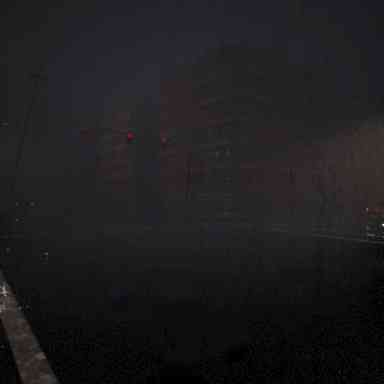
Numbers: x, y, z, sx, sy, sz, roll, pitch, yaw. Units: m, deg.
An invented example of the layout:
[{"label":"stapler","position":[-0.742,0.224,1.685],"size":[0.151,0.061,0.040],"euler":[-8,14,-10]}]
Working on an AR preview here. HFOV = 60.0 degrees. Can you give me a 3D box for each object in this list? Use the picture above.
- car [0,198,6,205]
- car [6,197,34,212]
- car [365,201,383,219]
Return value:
[{"label":"car","position":[-32.139,1.634,56.016],"size":[2.033,1.411,5.357],"euler":[1,0,-36]},{"label":"car","position":[-20.719,1.409,40.387],"size":[2.097,1.767,4.553],"euler":[1,0,-36]},{"label":"car","position":[18.130,1.639,31.045],"size":[4.553,1.767,2.097],"euler":[1,0,-35]}]
